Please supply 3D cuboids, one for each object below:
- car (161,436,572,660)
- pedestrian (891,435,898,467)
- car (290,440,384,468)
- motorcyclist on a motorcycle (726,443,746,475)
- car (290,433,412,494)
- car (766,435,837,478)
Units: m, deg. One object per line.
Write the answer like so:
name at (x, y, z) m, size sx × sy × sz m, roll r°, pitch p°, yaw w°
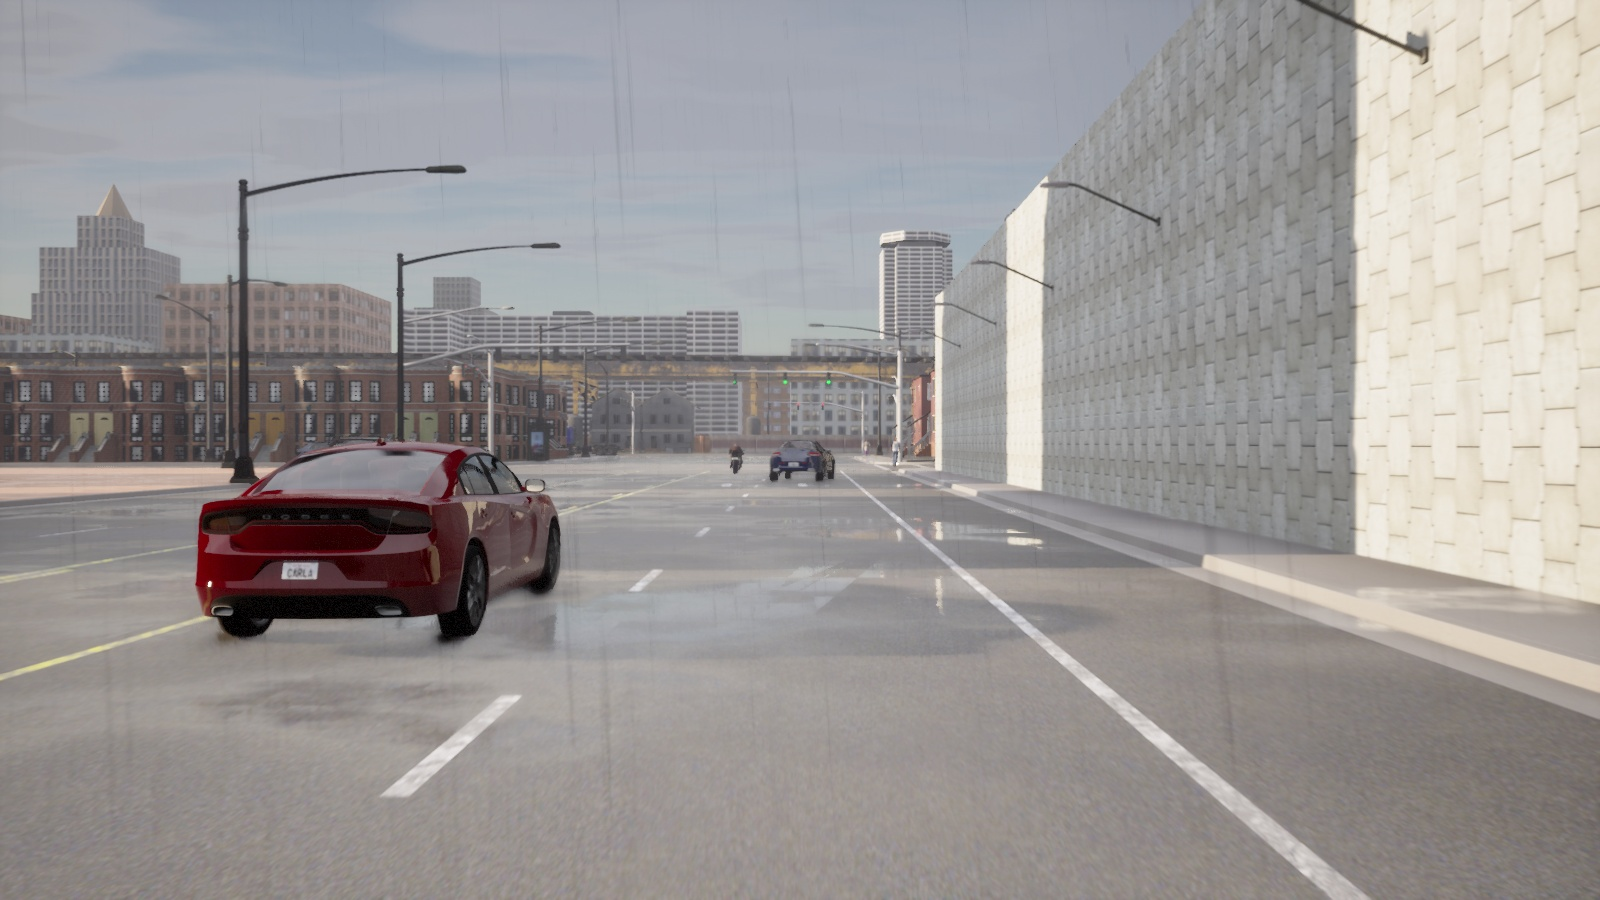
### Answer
car at (-3.422, 0.659, 11.107) m, size 1.882 × 1.535 × 5.008 m, roll 0°, pitch 0°, yaw 0°
pedestrian at (5.551, 0.068, 73.634) m, size 0.354 × 1.836 × 0.706 m, roll 0°, pitch 0°, yaw 2°
car at (-27.647, 0.231, 75.102) m, size 4.856 × 1.649 × 2.033 m, roll 0°, pitch 0°, yaw 0°
motorcyclist on a motorcycle at (-3.138, 0.431, 61.807) m, size 0.866 × 1.530 × 2.191 m, roll 0°, pitch 0°, yaw 0°
car at (-13.766, 0.375, 38.793) m, size 2.097 × 1.767 × 4.553 m, roll 0°, pitch 0°, yaw 0°
car at (0.138, 0.239, 50.860) m, size 2.152 × 1.651 × 5.027 m, roll 0°, pitch 0°, yaw 8°
